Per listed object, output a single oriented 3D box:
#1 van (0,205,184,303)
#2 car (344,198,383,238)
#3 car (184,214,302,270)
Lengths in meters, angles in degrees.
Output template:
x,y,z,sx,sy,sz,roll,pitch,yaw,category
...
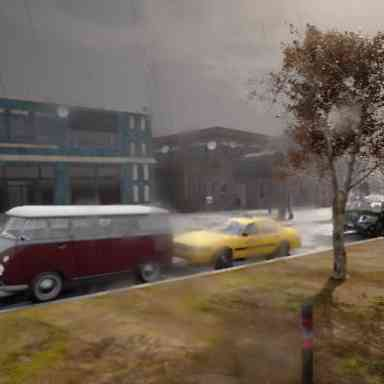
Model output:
x,y,z,sx,sy,sz,roll,pitch,yaw,category
-2.633,1.335,8.318,4.442,1.987,1.878,1,1,-39,van
10.275,1.405,19.153,5.566,2.045,2.435,1,1,-43,car
1.713,1.578,11.717,5.366,1.575,1.946,1,1,-38,car
